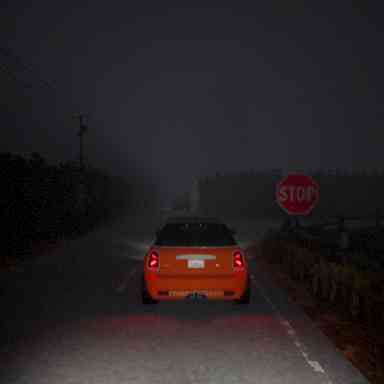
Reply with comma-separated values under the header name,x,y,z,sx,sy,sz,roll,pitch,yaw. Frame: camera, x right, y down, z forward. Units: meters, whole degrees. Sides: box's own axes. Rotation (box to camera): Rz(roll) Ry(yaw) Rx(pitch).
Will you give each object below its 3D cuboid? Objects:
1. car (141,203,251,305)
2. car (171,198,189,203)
name,x,y,z,sx,sy,sz,roll,pitch,yaw
car,0.054,1.328,8.223,2.097,1.767,4.553,0,0,-1
car,-1.344,1.367,38.053,1.882,1.535,5.008,0,-1,-5
